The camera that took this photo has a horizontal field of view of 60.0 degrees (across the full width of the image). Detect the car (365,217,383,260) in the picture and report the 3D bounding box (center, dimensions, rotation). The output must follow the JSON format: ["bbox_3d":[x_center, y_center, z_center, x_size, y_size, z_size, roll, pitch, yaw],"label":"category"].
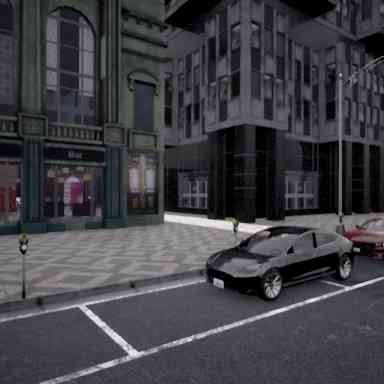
[{"bbox_3d":[6.921,1.541,11.603,4.507,1.381,1.887,0,0,-36],"label":"car"}]

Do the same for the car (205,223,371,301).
[{"bbox_3d":[2.336,1.564,8.324,4.313,1.339,1.947,0,0,-36],"label":"car"}]
